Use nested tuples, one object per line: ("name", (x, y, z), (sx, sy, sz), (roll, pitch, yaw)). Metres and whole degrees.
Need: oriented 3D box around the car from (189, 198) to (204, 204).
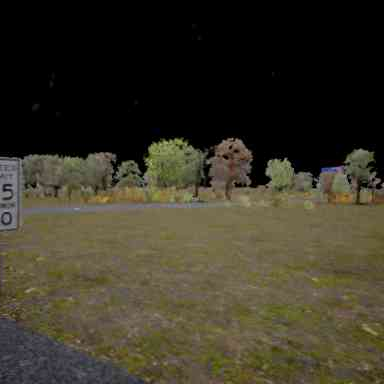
("car", (1.233, 2.268, 84.903), (1.837, 1.490, 4.892), (1, 0, 36))
